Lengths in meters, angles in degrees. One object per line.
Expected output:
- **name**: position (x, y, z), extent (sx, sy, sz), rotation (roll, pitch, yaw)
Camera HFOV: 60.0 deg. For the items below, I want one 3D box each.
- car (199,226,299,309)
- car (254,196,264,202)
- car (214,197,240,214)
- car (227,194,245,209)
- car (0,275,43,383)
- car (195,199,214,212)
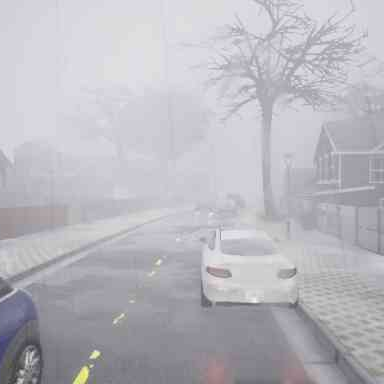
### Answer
- **car**: position (1.146, 1.525, 7.787), extent (1.812, 1.442, 4.674), rotation (0, 0, 3)
- **car**: position (16.425, 1.584, 80.553), extent (1.812, 1.442, 4.674), rotation (0, 0, 27)
- **car**: position (3.813, 1.527, 35.419), extent (1.812, 1.442, 4.674), rotation (0, 0, 12)
- **car**: position (5.946, 1.229, 45.254), extent (2.150, 2.045, 5.566), rotation (0, 0, 15)
- **car**: position (-2.742, 1.351, 1.812), extent (2.097, 1.767, 4.553), rotation (0, 0, 1)
- **car**: position (1.609, 1.520, 38.345), extent (1.812, 1.442, 4.674), rotation (0, 0, 13)
